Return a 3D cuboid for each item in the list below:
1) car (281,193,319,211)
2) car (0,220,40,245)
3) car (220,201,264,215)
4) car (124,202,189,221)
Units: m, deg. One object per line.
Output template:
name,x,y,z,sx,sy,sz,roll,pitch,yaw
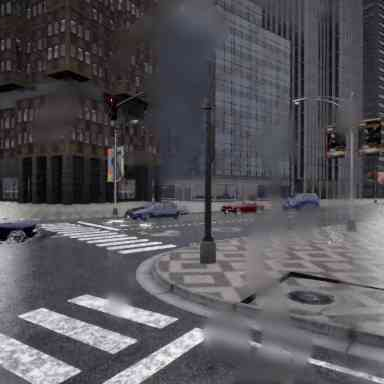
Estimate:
car,12.998,1.169,39.684,5.566,2.045,2.150,0,1,-39
car,-9.024,1.553,14.055,4.718,1.301,1.895,0,0,-22
car,5.036,1.540,33.161,4.718,1.301,1.895,0,0,-39
car,-2.751,1.479,26.784,5.357,1.411,2.033,0,0,-39
